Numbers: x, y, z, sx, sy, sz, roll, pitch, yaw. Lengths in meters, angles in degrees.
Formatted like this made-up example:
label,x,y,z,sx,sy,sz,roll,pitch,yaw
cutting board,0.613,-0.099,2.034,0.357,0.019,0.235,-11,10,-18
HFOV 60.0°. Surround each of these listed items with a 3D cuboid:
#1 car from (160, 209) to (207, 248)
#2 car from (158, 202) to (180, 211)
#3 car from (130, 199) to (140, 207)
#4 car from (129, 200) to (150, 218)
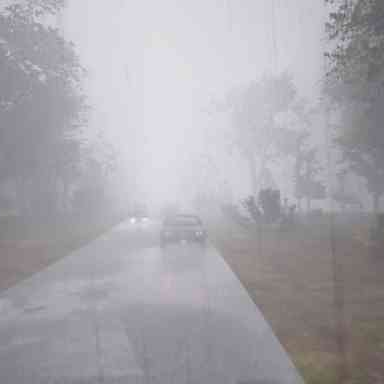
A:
label,x,y,z,sx,sy,sz,roll,pitch,yaw
car,-0.456,1.670,15.223,1.895,1.301,4.718,0,0,-3
car,-2.244,1.794,33.146,1.837,1.490,4.892,0,-1,-8
car,-12.933,2.522,75.249,2.097,1.767,4.553,1,-2,-11
car,-5.225,1.830,33.442,2.033,1.411,5.357,0,-1,-8
